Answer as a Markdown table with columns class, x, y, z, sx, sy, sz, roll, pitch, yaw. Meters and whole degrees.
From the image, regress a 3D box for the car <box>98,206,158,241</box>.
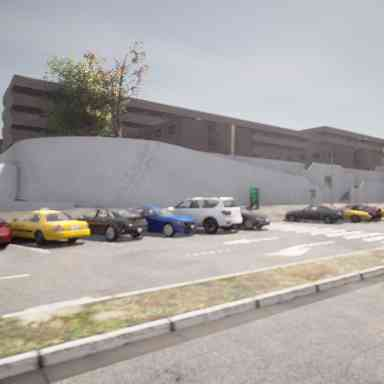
| class | x | y | z | sx | sy | sz | roll | pitch | yaw |
| --- | --- | --- | --- | --- | --- | --- | --- | --- | --- |
| car | -4.461 | 1.556 | 17.140 | 4.892 | 1.521 | 2.231 | -1 | -1 | 34 |

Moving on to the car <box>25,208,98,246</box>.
| class | x | y | z | sx | sy | sz | roll | pitch | yaw |
| --- | --- | --- | --- | --- | --- | --- | --- | --- | --- |
| car | -7.047 | 1.523 | 15.518 | 5.366 | 1.575 | 1.946 | -1 | -1 | 34 |

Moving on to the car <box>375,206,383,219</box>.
| class | x | y | z | sx | sy | sz | roll | pitch | yaw |
| --- | --- | --- | --- | --- | --- | --- | --- | --- | --- |
| car | 14.930 | 1.899 | 31.012 | 4.792 | 1.488 | 2.163 | -1 | -1 | 34 |

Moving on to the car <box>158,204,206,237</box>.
| class | x | y | z | sx | sy | sz | roll | pitch | yaw |
| --- | --- | --- | --- | --- | --- | --- | --- | --- | --- |
| car | -2.038 | 1.586 | 18.884 | 5.008 | 1.535 | 2.097 | -1 | -1 | 34 |

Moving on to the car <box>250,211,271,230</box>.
| class | x | y | z | sx | sy | sz | roll | pitch | yaw |
| --- | --- | --- | --- | --- | --- | --- | --- | --- | --- |
| car | 2.816 | 1.656 | 22.351 | 4.892 | 1.521 | 2.231 | -1 | -2 | 34 |

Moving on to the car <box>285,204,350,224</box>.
| class | x | y | z | sx | sy | sz | roll | pitch | yaw |
| --- | --- | --- | --- | --- | --- | --- | --- | --- | --- |
| car | 10.102 | 1.816 | 27.530 | 4.674 | 1.452 | 2.002 | -1 | -1 | 34 |

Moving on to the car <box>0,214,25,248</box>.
| class | x | y | z | sx | sy | sz | roll | pitch | yaw |
| --- | --- | --- | --- | --- | --- | --- | --- | --- | --- |
| car | -9.347 | 1.527 | 13.696 | 4.792 | 1.488 | 2.163 | -1 | -1 | 34 |

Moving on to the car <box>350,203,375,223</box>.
| class | x | y | z | sx | sy | sz | roll | pitch | yaw |
| --- | --- | --- | --- | --- | --- | --- | --- | --- | --- |
| car | 12.682 | 1.816 | 29.163 | 5.366 | 1.575 | 1.946 | -1 | -2 | 34 |

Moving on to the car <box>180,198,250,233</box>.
| class | x | y | z | sx | sy | sz | roll | pitch | yaw |
| --- | --- | --- | --- | --- | --- | --- | --- | --- | --- |
| car | 0.364 | 1.367 | 20.626 | 5.566 | 2.045 | 2.435 | -1 | -1 | 34 |
